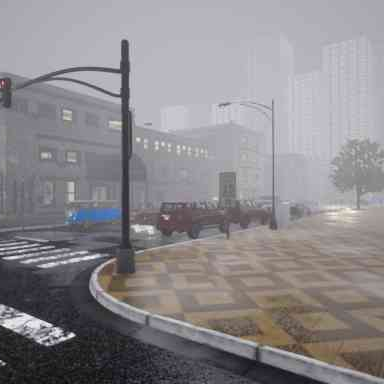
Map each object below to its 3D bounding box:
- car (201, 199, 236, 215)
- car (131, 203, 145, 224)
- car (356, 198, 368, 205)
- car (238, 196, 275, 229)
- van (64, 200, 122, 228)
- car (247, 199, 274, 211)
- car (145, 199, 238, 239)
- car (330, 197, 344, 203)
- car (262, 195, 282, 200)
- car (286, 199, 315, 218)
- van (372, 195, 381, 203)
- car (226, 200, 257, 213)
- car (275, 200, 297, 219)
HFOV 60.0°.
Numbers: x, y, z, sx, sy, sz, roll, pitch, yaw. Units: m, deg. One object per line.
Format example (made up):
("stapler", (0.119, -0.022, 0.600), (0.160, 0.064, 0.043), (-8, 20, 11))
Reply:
("car", (2.940, 1.573, 36.137), (1.967, 1.590, 4.097), (-1, -1, 35))
("car", (-2.102, 1.642, 24.557), (1.994, 1.385, 4.181), (0, 0, 35))
("car", (32.162, 1.803, 62.815), (2.008, 1.369, 4.403), (-1, -1, 35))
("car", (3.376, 1.369, 22.280), (2.192, 1.841, 5.009), (-1, -1, 35))
("van", (-6.656, 1.418, 22.625), (1.690, 1.788, 3.998), (-1, -1, 35))
("car", (9.336, 1.726, 45.144), (2.008, 1.369, 4.403), (-1, -1, 35))
("car", (0.178, 1.351, 17.776), (2.192, 1.841, 5.009), (-1, -1, 35))
("car", (34.922, 1.918, 81.176), (2.008, 1.369, 4.403), (-1, -1, 35))
("car", (9.272, 1.368, 40.546), (2.150, 2.045, 5.566), (0, 0, 36))
("car", (9.775, 1.659, 31.286), (1.947, 1.339, 4.313), (-1, -1, 35))
("van", (44.953, 1.695, 80.834), (1.690, 1.788, 3.998), (-1, -1, 35))
("car", (6.138, 1.704, 40.639), (2.008, 1.369, 4.403), (-1, -1, 35))
("car", (6.576, 1.618, 26.782), (1.887, 1.381, 4.507), (-1, -1, 35))
